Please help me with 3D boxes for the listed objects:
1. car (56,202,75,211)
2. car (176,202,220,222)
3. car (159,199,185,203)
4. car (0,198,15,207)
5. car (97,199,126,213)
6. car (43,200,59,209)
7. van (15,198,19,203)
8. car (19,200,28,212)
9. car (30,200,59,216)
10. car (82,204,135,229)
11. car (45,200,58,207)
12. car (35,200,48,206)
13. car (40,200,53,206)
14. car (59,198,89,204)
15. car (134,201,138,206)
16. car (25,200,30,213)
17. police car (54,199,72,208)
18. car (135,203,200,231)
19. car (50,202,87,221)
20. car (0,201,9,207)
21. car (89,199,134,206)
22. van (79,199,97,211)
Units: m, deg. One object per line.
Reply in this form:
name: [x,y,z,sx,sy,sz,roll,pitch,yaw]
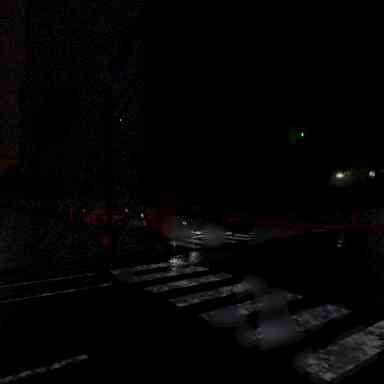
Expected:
car: [-21.241,2.353,55.646,1.895,1.301,4.718,0,-1,-35]
car: [0.611,1.827,29.474,1.887,1.381,4.507,-1,0,-35]
car: [-2.337,1.667,33.624,2.192,1.841,5.009,-1,0,-35]
car: [-41.269,2.665,73.681,1.887,1.381,4.507,-1,0,-35]
car: [-11.163,1.873,46.074,2.192,1.841,5.009,-1,0,-35]
car: [-26.975,2.388,63.706,1.837,1.490,4.892,0,-1,-35]
van: [-26.163,2.121,52.420,1.690,1.788,3.998,-1,0,-35]
car: [-23.330,2.155,48.437,1.967,1.590,4.097,-1,0,-35]
car: [-17.673,1.899,40.473,2.192,1.841,5.009,-1,0,-35]
car: [-6.248,1.842,24.404,1.752,1.417,4.829,-1,0,-35]
car: [-31.710,2.593,74.949,1.947,1.339,4.313,-1,0,-35]
car: [-37.738,2.708,83.430,2.008,1.369,4.403,-1,0,-35]
car: [-34.724,2.658,79.190,1.947,1.339,4.313,-1,0,-35]
car: [-13.731,1.754,39.566,2.150,2.045,5.566,0,-1,-35]
car: [-5.273,2.003,37.774,1.802,1.307,4.206,-1,0,-35]
car: [-20.498,2.195,44.455,1.887,1.381,4.507,-1,0,-35]
police car: [-25.434,2.305,65.449,1.930,1.638,5.238,0,-1,-35]
car: [-1.819,1.758,22.826,1.837,1.490,4.892,0,-1,-35]
car: [-12.007,2.003,32.507,2.008,1.369,4.403,-1,0,-35]
car: [-44.382,2.769,78.064,1.802,1.307,4.206,-1,0,-35]
car: [-7.575,1.740,30.889,2.097,1.767,4.553,0,-1,-35]
van: [-17.047,2.035,54.374,1.690,1.788,3.998,-1,0,-35]
